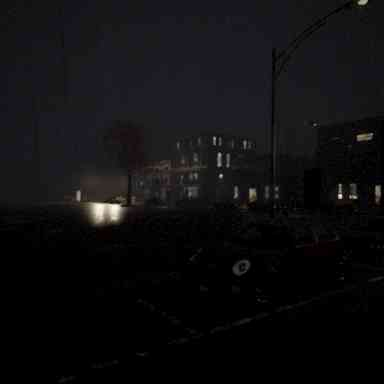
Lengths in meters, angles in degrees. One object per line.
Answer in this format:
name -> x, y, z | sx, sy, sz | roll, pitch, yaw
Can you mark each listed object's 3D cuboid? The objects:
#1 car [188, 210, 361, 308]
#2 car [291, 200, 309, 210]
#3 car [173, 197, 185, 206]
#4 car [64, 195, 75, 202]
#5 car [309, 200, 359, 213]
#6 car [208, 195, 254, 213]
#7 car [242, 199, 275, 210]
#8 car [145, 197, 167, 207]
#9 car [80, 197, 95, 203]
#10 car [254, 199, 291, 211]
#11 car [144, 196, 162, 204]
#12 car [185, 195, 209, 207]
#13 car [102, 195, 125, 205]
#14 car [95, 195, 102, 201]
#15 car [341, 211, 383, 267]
car -> 1.875, 1.412, 7.839 | 4.097, 1.590, 1.967 | 0, 1, -35
car -> 11.725, 1.581, 38.875 | 1.947, 1.339, 4.313 | 0, 0, -35
car -> -1.583, 1.562, 57.959 | 1.967, 1.590, 4.097 | 0, 0, -35
car -> -30.535, 1.750, 84.964 | 1.752, 1.417, 4.829 | 0, 0, -35
car -> 14.846, 1.541, 34.367 | 2.008, 1.369, 4.403 | 0, 0, -35
car -> 4.020, 1.377, 34.828 | 1.967, 1.590, 4.097 | 0, 0, -35
car -> 8.605, 1.623, 43.380 | 1.802, 1.307, 4.206 | 0, 0, -35
car -> -5.916, 1.555, 54.063 | 2.128, 1.511, 4.902 | 1, -1, -34
car -> -24.311, 1.738, 75.976 | 1.947, 1.339, 4.313 | 0, 0, -35
car -> 7.534, 1.554, 34.534 | 1.895, 1.301, 4.718 | 1, -1, -35
car -> -7.943, 1.614, 67.056 | 1.967, 1.590, 4.097 | 0, 0, -35
car -> 1.605, 1.412, 53.414 | 2.192, 1.841, 5.009 | 0, 0, -35
car -> -14.736, 1.618, 62.144 | 1.752, 1.417, 4.829 | 0, 0, -35
car -> -23.742, 1.621, 89.877 | 2.192, 1.841, 5.009 | 0, 0, -35
car -> 6.472, 1.490, 11.118 | 4.507, 1.381, 1.887 | 0, 1, -35
